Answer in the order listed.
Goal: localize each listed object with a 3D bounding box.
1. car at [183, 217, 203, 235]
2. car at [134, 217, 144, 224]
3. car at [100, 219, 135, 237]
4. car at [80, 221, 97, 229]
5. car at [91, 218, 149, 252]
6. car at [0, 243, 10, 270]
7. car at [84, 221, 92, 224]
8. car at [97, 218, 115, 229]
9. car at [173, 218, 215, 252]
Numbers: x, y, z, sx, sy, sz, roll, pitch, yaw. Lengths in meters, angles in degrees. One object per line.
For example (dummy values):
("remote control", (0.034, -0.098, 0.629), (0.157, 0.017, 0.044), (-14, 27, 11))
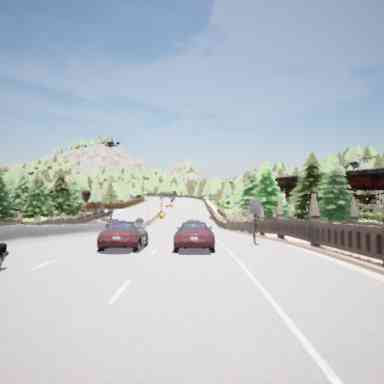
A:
("car", (0.105, 3.683, 36.309), (2.097, 1.767, 4.553), (0, -5, 0))
("car", (-13.987, 7.493, 87.889), (1.994, 1.385, 4.181), (0, -1, 0))
("car", (-6.896, 3.373, 31.430), (2.128, 1.511, 4.902), (0, -5, 0))
("car", (-20.990, 6.682, 67.876), (1.882, 1.535, 5.008), (0, -5, 0))
("car", (-3.398, 2.180, 16.951), (1.994, 1.385, 4.181), (0, -4, 0))
("car", (-6.899, 1.786, 8.758), (1.895, 1.301, 4.718), (0, -2, 0))
("car", (-14.051, 4.913, 47.736), (1.812, 1.442, 4.674), (0, -5, 0))
("car", (-17.490, 6.427, 67.869), (2.150, 2.045, 5.566), (0, -5, 0))
("car", (0.102, 2.173, 16.832), (1.994, 1.385, 4.181), (0, -4, 0))
